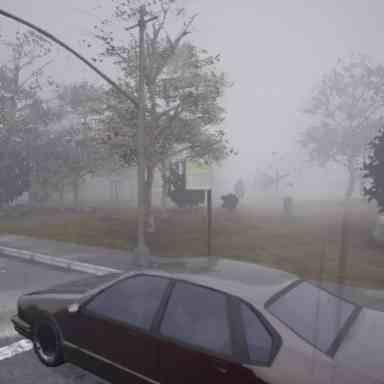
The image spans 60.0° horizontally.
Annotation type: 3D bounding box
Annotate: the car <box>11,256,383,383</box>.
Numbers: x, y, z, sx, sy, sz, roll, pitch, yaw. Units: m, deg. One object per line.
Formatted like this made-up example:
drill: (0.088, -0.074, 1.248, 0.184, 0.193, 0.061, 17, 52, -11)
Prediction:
car: (0.005, 1.542, 3.990, 5.357, 1.411, 2.033, 0, 0, 36)
